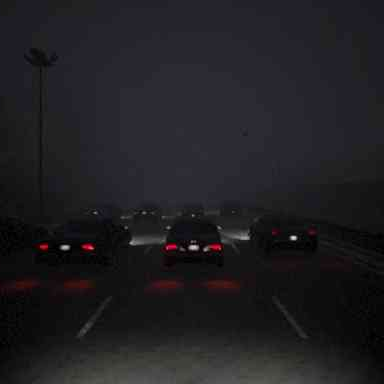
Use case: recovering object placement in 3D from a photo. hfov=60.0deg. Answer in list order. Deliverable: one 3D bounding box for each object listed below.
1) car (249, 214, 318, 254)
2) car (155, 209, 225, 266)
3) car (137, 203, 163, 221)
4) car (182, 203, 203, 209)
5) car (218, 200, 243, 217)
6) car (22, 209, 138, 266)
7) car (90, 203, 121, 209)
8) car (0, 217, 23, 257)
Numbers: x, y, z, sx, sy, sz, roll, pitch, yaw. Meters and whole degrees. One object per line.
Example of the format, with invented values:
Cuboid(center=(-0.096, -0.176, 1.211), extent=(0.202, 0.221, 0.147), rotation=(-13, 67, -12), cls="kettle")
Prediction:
Cuboid(center=(3.573, 1.579, 13.664), extent=(1.994, 1.385, 4.181), rotation=(0, 0, 0), cls="car")
Cuboid(center=(0.065, 1.560, 11.553), extent=(2.033, 1.411, 5.357), rotation=(0, 0, 0), cls="car")
Cuboid(center=(-3.434, 1.575, 26.553), extent=(2.033, 1.411, 5.357), rotation=(0, 0, 0), cls="car")
Cuboid(center=(0.084, 1.632, 29.786), extent=(1.895, 1.301, 4.718), rotation=(0, 0, 0), cls="car")
Cuboid(center=(3.587, 1.524, 31.434), extent=(2.128, 1.511, 4.902), rotation=(0, 0, 0), cls="car")
Cuboid(center=(-3.435, 1.560, 11.553), extent=(2.033, 1.411, 5.357), rotation=(0, 0, 0), cls="car")
Cuboid(center=(-6.934, 1.575, 26.552), extent=(2.033, 1.411, 5.357), rotation=(0, 0, 0), cls="car")
Cuboid(center=(-6.935, 1.560, 11.552), extent=(2.033, 1.411, 5.357), rotation=(0, 0, 0), cls="car")
